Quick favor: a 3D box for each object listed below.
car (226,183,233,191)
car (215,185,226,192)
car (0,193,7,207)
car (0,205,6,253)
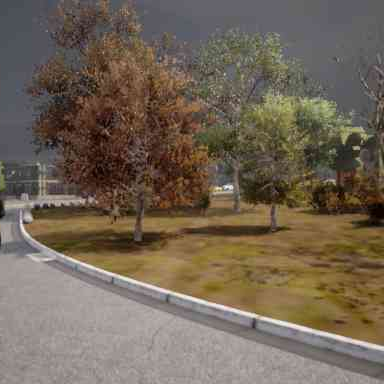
[{"bbox_3d":[10.697,-1.418,93.779,5.566,2.045,2.435,-4,2,-32],"label":"car"},{"bbox_3d":[5.773,-0.815,90.747,5.366,1.575,1.946,-4,2,-32],"label":"car"},{"bbox_3d":[-15.543,1.001,25.446,2.150,2.045,5.566,0,0,-27],"label":"car"},{"bbox_3d":[-8.359,1.411,12.504,2.128,1.511,4.902,0,1,-35],"label":"car"}]
